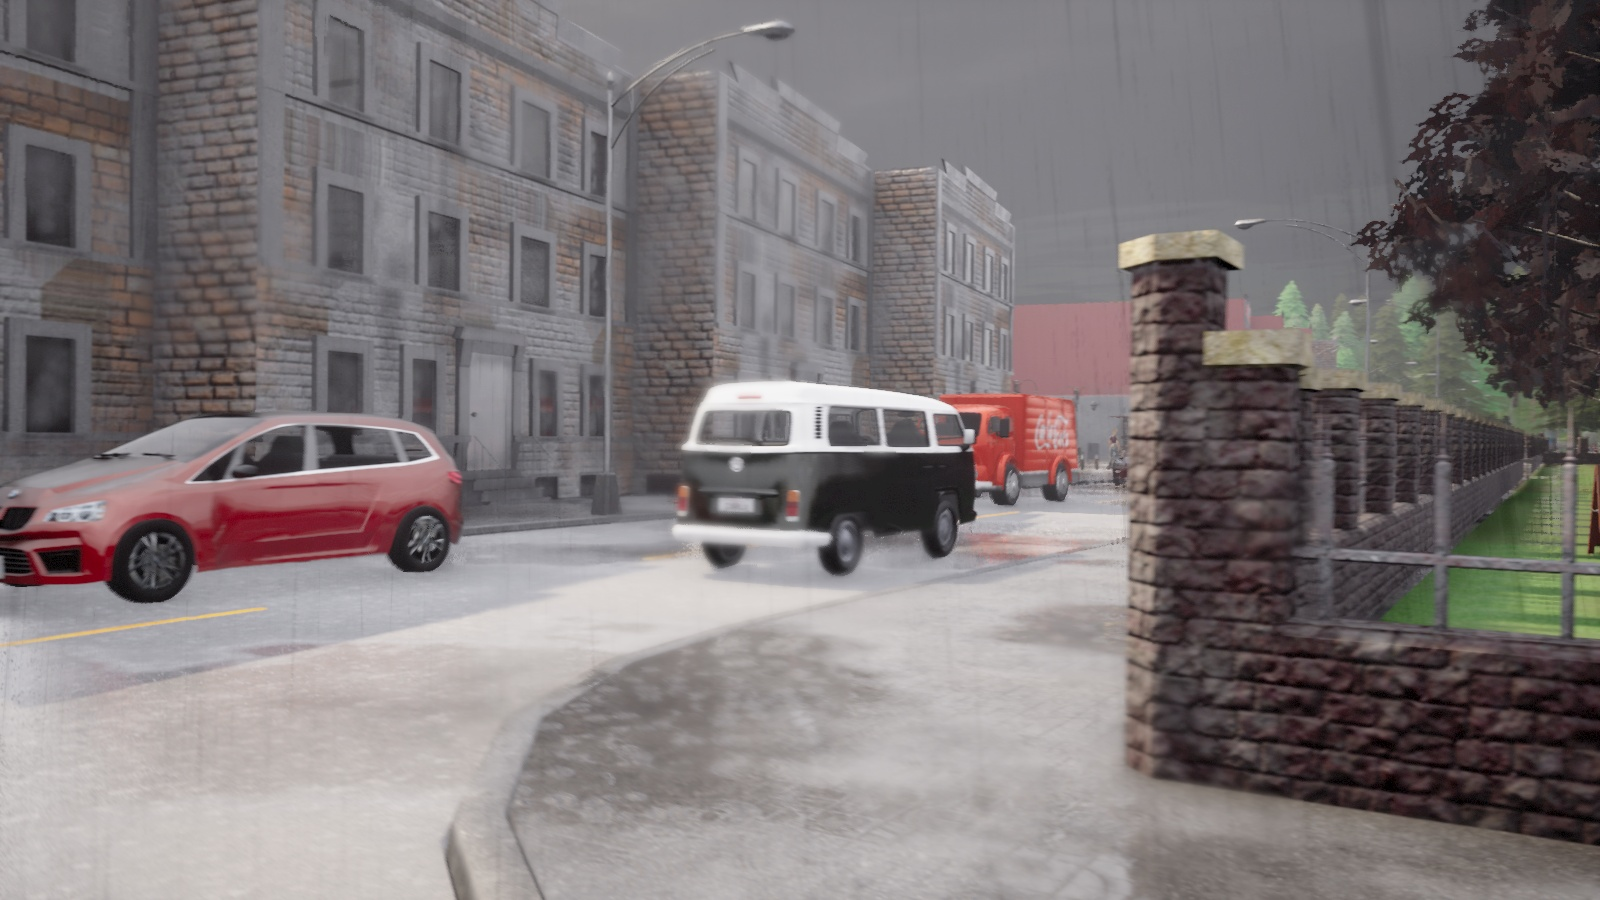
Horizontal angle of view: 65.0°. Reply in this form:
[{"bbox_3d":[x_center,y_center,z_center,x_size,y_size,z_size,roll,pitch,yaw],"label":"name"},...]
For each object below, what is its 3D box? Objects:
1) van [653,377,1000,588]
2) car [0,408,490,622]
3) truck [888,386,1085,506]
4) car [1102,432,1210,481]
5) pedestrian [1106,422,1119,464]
[{"bbox_3d":[0.502,0.283,14.604,2.069,2.038,4.480,0,1,31],"label":"van"},{"bbox_3d":[-5.544,0.474,12.320,2.242,1.667,4.611,0,1,31],"label":"car"},{"bbox_3d":[4.395,-0.119,28.772,2.627,2.467,5.204,0,1,31],"label":"truck"},{"bbox_3d":[11.606,0.178,40.707,2.163,1.488,4.792,0,1,31],"label":"car"},{"bbox_3d":[13.957,-0.308,56.071,0.345,1.836,0.594,0,1,41],"label":"pedestrian"}]
